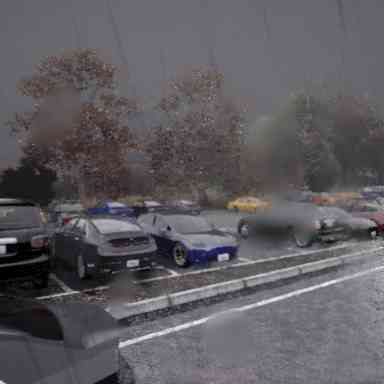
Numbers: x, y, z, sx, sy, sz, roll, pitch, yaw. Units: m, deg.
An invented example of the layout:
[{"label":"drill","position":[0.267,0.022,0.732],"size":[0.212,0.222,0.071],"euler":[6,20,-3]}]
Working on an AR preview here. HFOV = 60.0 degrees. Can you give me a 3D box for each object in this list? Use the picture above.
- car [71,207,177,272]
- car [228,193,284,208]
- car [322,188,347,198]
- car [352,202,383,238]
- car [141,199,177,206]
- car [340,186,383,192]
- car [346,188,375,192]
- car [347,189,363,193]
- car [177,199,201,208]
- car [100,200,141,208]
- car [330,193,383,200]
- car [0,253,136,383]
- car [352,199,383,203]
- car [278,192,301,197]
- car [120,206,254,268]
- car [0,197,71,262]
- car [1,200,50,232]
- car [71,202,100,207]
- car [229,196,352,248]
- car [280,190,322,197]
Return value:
[{"label":"car","position":[-2.769,1.403,9.787],"size":[2.231,1.521,4.892],"euler":[0,0,-35]},{"label":"car","position":[5.680,1.173,31.437],"size":[1.946,1.575,5.366],"euler":[-1,1,-35]},{"label":"car","position":[14.695,0.751,38.005],"size":[2.185,1.767,4.553],"euler":[-2,1,-35]},{"label":"car","position":[6.381,1.374,16.157],"size":[2.163,1.488,4.792],"euler":[-1,1,-35]},{"label":"car","position":[-3.562,1.338,25.194],"size":[2.097,1.535,5.008],"euler":[-1,1,-35]},{"label":"car","position":[21.670,0.327,42.808],"size":[2.435,2.045,5.566],"euler":[-3,2,-35]},{"label":"car","position":[19.273,0.674,41.394],"size":[1.946,1.575,5.366],"euler":[-3,2,-35]},{"label":"car","position":[17.001,0.782,39.573],"size":[2.097,1.535,5.008],"euler":[-2,2,-35]},{"label":"car","position":[-1.171,1.309,26.865],"size":[2.231,1.521,4.892],"euler":[-1,1,-35]},{"label":"car","position":[-5.849,1.356,23.595],"size":[2.097,1.535,5.008],"euler":[0,0,-35]},{"label":"car","position":[10.913,1.137,19.399],"size":[2.185,1.767,4.553],"euler":[-1,1,-35]},{"label":"car","position":[-2.709,1.517,1.750],"size":[4.892,1.490,1.837],"euler":[-1,1,-35]},{"label":"car","position":[8.632,1.337,17.802],"size":[2.163,1.488,4.792],"euler":[-1,1,-35]},{"label":"car","position":[7.856,1.113,33.191],"size":[2.097,1.535,5.008],"euler":[-2,1,-35]},{"label":"car","position":[-0.478,1.434,11.361],"size":[2.163,1.488,4.792],"euler":[0,0,-35]},{"label":"car","position":[-5.073,1.138,8.217],"size":[2.435,2.045,5.566],"euler":[0,0,-35]},{"label":"car","position":[-10.422,1.362,20.629],"size":[1.946,1.575,5.366],"euler":[0,0,-35]},{"label":"car","position":[-8.122,1.397,21.976],"size":[2.163,1.488,4.792],"euler":[0,0,-35]},{"label":"car","position":[4.097,1.248,14.557],"size":[2.185,1.767,4.553],"euler":[-1,1,-35]},{"label":"car","position":[10.123,0.791,34.803],"size":[2.435,2.045,5.566],"euler":[-2,1,-35]}]
